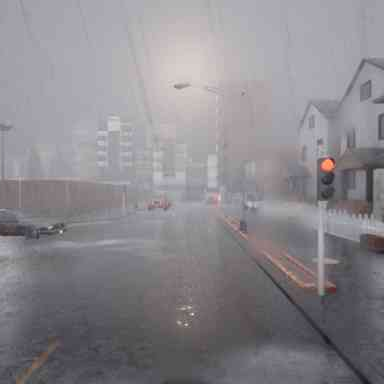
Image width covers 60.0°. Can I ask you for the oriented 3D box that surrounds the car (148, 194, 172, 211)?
[{"bbox_3d":[-4.088,1.211,41.156,2.150,2.045,5.566,0,0,0],"label":"car"}]

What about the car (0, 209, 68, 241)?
[{"bbox_3d":[-9.006,1.543,16.338,5.357,1.411,2.033,0,0,4],"label":"car"}]
